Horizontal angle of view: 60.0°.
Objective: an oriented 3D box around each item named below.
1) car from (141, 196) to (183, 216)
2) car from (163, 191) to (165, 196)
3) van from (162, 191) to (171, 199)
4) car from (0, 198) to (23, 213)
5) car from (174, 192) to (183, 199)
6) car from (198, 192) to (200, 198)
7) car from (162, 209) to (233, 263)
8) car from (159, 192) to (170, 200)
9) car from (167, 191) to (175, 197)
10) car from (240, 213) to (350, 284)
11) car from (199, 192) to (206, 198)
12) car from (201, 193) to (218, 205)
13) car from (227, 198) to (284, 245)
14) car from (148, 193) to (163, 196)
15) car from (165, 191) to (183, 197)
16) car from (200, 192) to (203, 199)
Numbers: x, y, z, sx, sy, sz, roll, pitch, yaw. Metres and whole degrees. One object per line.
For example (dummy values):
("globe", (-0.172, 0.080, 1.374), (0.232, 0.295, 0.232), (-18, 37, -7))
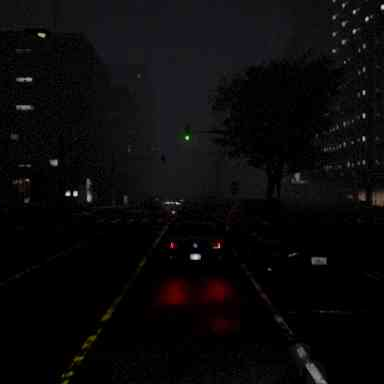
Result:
("car", (-2.691, 1.329, 28.863), (1.895, 1.301, 4.718), (0, 1, -32))
("car", (-5.675, 1.023, 58.103), (2.008, 1.369, 4.403), (0, 0, 0))
("van", (-5.672, 0.677, 74.698), (1.690, 1.788, 3.998), (0, 0, 0))
("car", (-16.419, 1.080, 27.633), (4.403, 1.369, 2.008), (1, 0, -1))
("car", (-2.983, 0.819, 74.055), (1.882, 1.535, 5.008), (0, 0, 0))
("car", (2.709, 0.918, 74.697), (1.802, 1.307, 4.206), (0, 0, 0))
("car", (0.102, 1.491, 11.456), (1.895, 1.301, 4.718), (0, 1, 0))
("car", (-5.673, 0.822, 69.166), (1.967, 1.590, 4.097), (0, 0, 0))
("car", (-5.668, 0.643, 91.297), (1.967, 1.590, 4.097), (0, 0, 0))
("car", (2.695, 1.478, 9.126), (1.947, 1.339, 4.313), (0, 1, 0))
("car", (2.711, 0.771, 85.933), (1.752, 1.417, 4.829), (0, 0, 0))
("car", (2.702, 1.111, 47.035), (1.887, 1.381, 4.507), (0, 0, 0))
("car", (2.696, 1.175, 14.646), (2.192, 1.841, 5.009), (0, 1, 0))
("car", (-5.678, 1.117, 47.037), (2.008, 1.369, 4.403), (0, 0, 0))
("car", (-3.038, 0.963, 58.150), (2.128, 1.511, 4.902), (0, 0, 1))
("car", (2.705, 0.996, 58.270), (1.752, 1.417, 4.829), (0, 0, 0))
